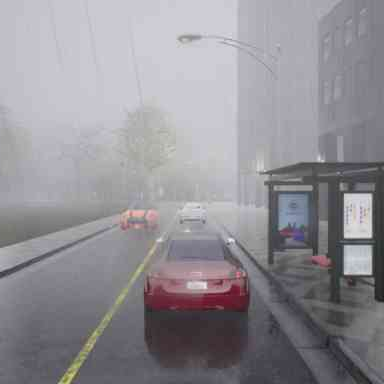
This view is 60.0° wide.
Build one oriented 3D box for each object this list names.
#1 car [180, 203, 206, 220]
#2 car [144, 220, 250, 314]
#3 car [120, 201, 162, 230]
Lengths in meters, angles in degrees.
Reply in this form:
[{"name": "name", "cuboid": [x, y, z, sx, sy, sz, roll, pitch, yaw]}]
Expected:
[{"name": "car", "cuboid": [0.055, 1.563, 25.036, 1.812, 1.442, 4.674, 0, 0, 0]}, {"name": "car", "cuboid": [0.086, 1.572, 7.704, 1.994, 1.385, 4.181, 0, 0, 0]}, {"name": "car", "cuboid": [-3.139, 1.384, 21.226, 2.097, 1.767, 4.553, 0, 0, 0]}]
